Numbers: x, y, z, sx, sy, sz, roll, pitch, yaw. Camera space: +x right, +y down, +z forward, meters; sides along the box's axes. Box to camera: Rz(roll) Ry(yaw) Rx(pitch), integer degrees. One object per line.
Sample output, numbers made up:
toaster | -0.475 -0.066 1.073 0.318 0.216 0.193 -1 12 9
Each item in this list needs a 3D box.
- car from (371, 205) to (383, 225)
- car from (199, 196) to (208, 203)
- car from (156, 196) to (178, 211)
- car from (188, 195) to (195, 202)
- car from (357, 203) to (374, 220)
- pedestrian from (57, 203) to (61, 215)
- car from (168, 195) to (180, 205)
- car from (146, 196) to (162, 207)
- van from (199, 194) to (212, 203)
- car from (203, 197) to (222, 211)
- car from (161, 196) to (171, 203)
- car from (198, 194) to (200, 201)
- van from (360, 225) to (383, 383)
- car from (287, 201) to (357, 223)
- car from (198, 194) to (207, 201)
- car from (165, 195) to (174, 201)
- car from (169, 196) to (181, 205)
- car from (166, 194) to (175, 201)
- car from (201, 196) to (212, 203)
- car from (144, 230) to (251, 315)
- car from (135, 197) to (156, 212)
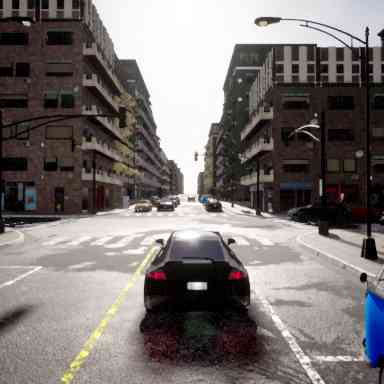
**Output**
car | 13.505 1.583 19.829 4.313 1.339 1.947 0 -1 1
car | 2.579 1.612 73.862 1.802 1.307 4.206 1 0 0
car | -3.167 1.578 40.987 1.994 1.385 4.181 0 0 0
car | -0.134 1.559 80.537 2.128 1.511 4.902 0 0 0
car | 13.595 1.608 28.210 4.097 1.590 1.967 0 -1 1
pedestrian | -12.591 1.597 31.417 0.500 1.100 0.500 0 -1 1
car | -3.179 1.496 49.720 1.882 1.535 5.008 0 0 0
car | -5.761 1.459 51.279 1.967 1.590 4.097 1 0 0
van | 2.612 1.363 56.935 1.690 1.788 3.998 1 0 0
car | 2.636 1.580 40.007 1.947 1.339 4.313 1 0 0
car | -5.799 1.575 73.849 1.887 1.381 4.507 1 0 0
car | 2.590 1.553 68.390 1.752 1.417 4.829 1 0 0
van | 2.670 1.342 2.061 1.690 1.788 3.998 1 0 0
car | 9.714 1.449 25.659 4.553 1.767 2.097 0 -1 1
car | 2.565 1.352 85.148 2.192 1.841 5.009 1 0 0
car | -5.819 1.588 85.134 2.008 1.369 4.403 1 0 0
car | -3.163 1.501 61.311 1.882 1.535 5.008 0 0 0
car | -5.826 1.481 90.777 1.967 1.590 4.097 1 0 0
car | 2.627 1.567 45.650 2.008 1.369 4.403 1 0 0
car | 0.088 1.566 7.663 1.994 1.385 4.181 0 0 0
car | -5.742 1.539 39.823 1.752 1.417 4.829 1 0 0
